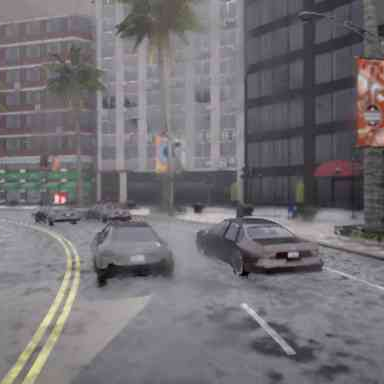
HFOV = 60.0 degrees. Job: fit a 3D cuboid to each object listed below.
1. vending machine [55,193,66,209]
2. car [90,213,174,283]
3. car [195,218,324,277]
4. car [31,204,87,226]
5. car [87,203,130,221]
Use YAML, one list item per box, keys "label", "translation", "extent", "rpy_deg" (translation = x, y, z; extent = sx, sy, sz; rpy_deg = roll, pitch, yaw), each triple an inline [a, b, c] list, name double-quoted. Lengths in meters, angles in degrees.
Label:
- label: "vending machine"
  translation: [-17.092, 1.176, 43.227]
  extent: [0.880, 2.100, 1.100]
  rpy_deg: [0, 0, 29]
- label: "car"
  translation: [-1.883, 1.550, 9.820]
  extent: [1.994, 1.385, 4.181]
  rpy_deg: [0, 0, -17]
- label: "car"
  translation: [1.673, 1.517, 10.226]
  extent: [2.033, 1.411, 5.357]
  rpy_deg: [0, 0, -16]
- label: "car"
  translation: [-9.612, 1.539, 23.349]
  extent: [2.033, 1.411, 5.357]
  rpy_deg: [0, 0, -41]
- label: "car"
  translation: [-6.581, 1.521, 25.164]
  extent: [2.033, 1.411, 5.357]
  rpy_deg: [0, 0, -40]
